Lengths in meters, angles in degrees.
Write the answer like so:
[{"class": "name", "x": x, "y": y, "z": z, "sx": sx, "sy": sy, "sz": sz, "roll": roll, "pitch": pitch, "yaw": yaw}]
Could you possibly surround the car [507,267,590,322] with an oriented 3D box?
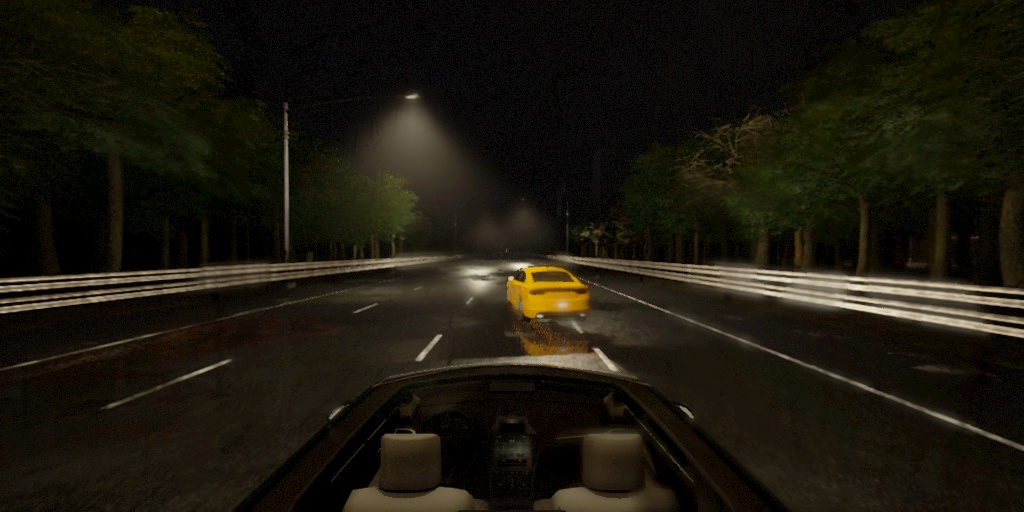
[{"class": "car", "x": 0.991, "y": 1.104, "z": 11.881, "sx": 1.882, "sy": 1.535, "sz": 5.008, "roll": 0, "pitch": 1, "yaw": -8}]
